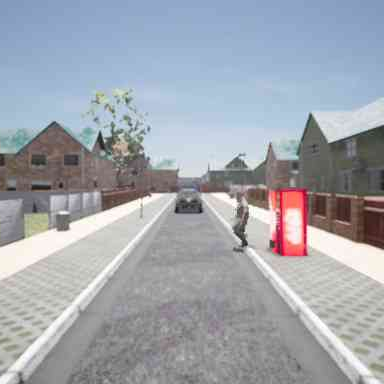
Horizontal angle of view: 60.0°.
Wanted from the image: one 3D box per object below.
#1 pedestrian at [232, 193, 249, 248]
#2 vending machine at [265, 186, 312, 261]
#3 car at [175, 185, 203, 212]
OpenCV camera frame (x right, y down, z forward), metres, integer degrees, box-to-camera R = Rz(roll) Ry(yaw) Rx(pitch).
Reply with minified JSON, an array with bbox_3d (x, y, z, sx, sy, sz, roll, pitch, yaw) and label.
[{"bbox_3d":[1.610,0.862,10.839,0.375,1.860,0.375,1,0,-1],"label":"pedestrian"},{"bbox_3d":[2.866,0.902,9.949,1.100,2.100,0.880,-1,0,-1],"label":"vending machine"},{"bbox_3d":[-0.251,0.571,26.674,2.097,1.767,4.553,0,2,0],"label":"car"}]
